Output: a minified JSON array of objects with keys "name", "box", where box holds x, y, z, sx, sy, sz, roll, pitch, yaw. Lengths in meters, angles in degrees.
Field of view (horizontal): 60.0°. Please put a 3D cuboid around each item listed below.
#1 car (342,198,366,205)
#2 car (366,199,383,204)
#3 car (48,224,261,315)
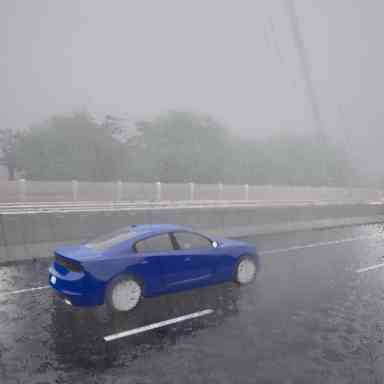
[{"name":"car","box":[22.645,1.665,45.892,4.892,1.490,1.837,1,-1,-35]},{"name":"car","box":[25.254,1.644,43.447,5.008,1.535,1.882,1,-1,-36]},{"name":"car","box":[-0.568,1.472,7.645,5.008,1.535,1.882,0,0,-36]}]
